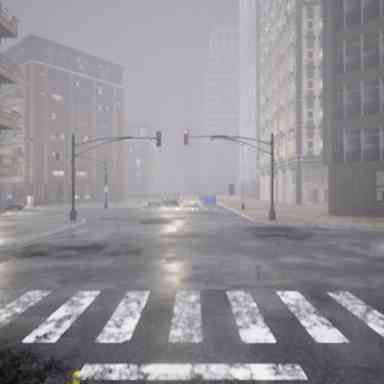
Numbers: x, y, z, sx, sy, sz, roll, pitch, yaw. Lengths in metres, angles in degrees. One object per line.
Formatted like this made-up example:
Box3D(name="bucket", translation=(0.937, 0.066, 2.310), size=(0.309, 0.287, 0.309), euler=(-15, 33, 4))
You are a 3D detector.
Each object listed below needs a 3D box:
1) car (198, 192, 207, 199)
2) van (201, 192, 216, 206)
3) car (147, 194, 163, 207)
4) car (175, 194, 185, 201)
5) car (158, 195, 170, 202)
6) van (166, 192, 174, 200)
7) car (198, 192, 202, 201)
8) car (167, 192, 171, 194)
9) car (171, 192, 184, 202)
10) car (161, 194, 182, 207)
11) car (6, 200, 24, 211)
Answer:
Box3D(name="car", translation=(2.574, 0.951, 86.398), size=(2.192, 1.841, 5.009), euler=(0, 0, 0))
Box3D(name="van", translation=(2.573, 1.102, 47.530), size=(1.690, 1.788, 3.998), euler=(0, 0, 0))
Box3D(name="car", translation=(-5.308, 1.287, 47.362), size=(1.752, 1.417, 4.829), euler=(0, 0, 0))
Box3D(name="car", translation=(-2.743, 1.187, 76.526), size=(2.128, 1.511, 4.902), euler=(0, 0, 0))
Box3D(name="car", translation=(-5.307, 1.267, 64.190), size=(1.947, 1.339, 4.313), euler=(0, 0, 0))
Box3D(name="van", translation=(-5.305, 0.991, 80.844), size=(1.690, 1.788, 3.998), euler=(0, 0, 0))
Box3D(name="car", translation=(2.574, 1.228, 69.740), size=(1.887, 1.381, 4.507), euler=(0, 0, 0))
Box3D(name="car", translation=(-5.307, 1.160, 58.637), size=(1.967, 1.590, 4.097), euler=(0, 0, 0))
Box3D(name="car", translation=(-2.783, 1.061, 61.590), size=(2.097, 1.767, 4.553), euler=(0, 0, 1))
Box3D(name="car", translation=(-2.825, 1.365, 46.666), size=(1.895, 1.301, 4.718), euler=(0, 0, 0))
Box3D(name="car", translation=(-21.142, 1.561, 38.206), size=(4.718, 1.301, 1.895), euler=(0, 0, 41))
